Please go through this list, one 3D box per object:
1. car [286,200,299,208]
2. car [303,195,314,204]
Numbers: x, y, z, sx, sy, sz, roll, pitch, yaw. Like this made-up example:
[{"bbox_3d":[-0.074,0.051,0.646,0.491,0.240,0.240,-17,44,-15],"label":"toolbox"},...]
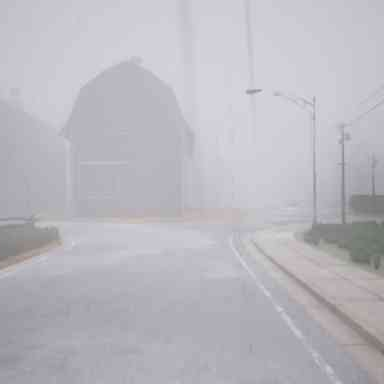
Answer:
[{"bbox_3d":[17.895,2.042,59.112,1.994,1.385,4.181,0,0,18],"label":"car"},{"bbox_3d":[25.611,1.657,72.619,2.150,2.045,5.566,0,0,12],"label":"car"}]
